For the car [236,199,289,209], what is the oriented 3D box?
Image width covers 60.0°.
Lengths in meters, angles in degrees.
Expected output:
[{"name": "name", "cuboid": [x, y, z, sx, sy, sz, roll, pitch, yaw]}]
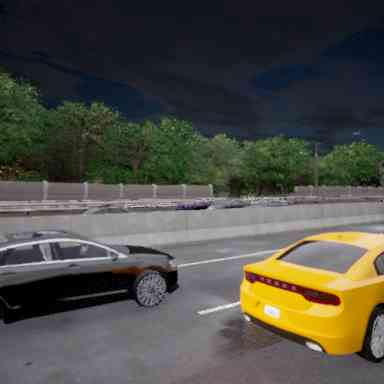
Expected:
[{"name": "car", "cuboid": [6.765, 1.398, 30.206, 4.902, 1.511, 2.128, 0, 0, -35]}]

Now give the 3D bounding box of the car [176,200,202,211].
[{"name": "car", "cuboid": [0.701, 1.513, 34.492, 4.718, 1.301, 1.895, 0, 0, -35]}]

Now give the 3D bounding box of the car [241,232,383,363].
[{"name": "car", "cuboid": [3.108, 1.465, 5.947, 5.008, 1.535, 1.882, 0, 0, -35]}]

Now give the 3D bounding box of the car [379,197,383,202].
[{"name": "car", "cuboid": [34.577, 1.263, 58.329, 4.181, 1.385, 1.994, 0, 0, -35]}]

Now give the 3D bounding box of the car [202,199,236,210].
[{"name": "car", "cuboid": [3.781, 1.400, 32.380, 4.902, 1.511, 2.128, 0, 0, -35]}]

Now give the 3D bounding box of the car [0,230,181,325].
[{"name": "car", "cuboid": [-2.497, 1.482, 6.270, 4.902, 1.511, 2.128, 0, 0, -35]}]

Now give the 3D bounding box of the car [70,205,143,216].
[{"name": "car", "cuboid": [-4.861, 1.477, 17.701, 4.892, 1.490, 1.837, 0, 0, -35]}]
